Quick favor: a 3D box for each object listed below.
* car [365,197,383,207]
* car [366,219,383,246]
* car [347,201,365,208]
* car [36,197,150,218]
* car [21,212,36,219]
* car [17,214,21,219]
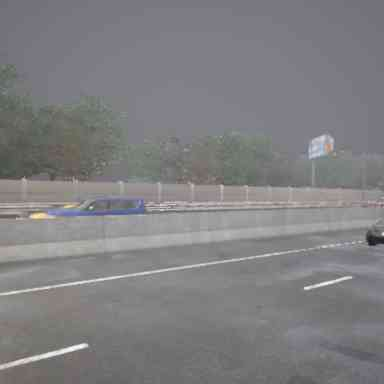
[{"bbox_3d":[25.466,1.729,43.612,5.566,2.045,2.150,1,0,-35],"label":"car"},{"bbox_3d":[9.670,1.733,14.936,4.181,1.385,1.994,1,0,-35],"label":"car"},{"bbox_3d":[23.649,2.015,46.610,4.892,1.490,1.837,0,0,-35],"label":"car"},{"bbox_3d":[-4.913,1.282,17.683,5.566,2.045,2.150,1,0,-35],"label":"car"},{"bbox_3d":[-7.310,1.534,20.272,5.008,1.535,1.882,1,0,-35],"label":"car"},{"bbox_3d":[-9.211,1.605,23.217,5.357,1.411,2.033,1,0,-35],"label":"car"}]
